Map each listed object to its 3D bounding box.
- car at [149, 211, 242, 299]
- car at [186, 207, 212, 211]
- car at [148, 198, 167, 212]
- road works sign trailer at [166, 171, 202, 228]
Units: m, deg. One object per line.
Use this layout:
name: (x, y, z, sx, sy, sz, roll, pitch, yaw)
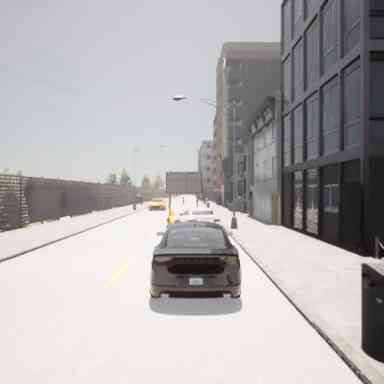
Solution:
car: (0.072, 1.481, 8.539, 1.882, 1.535, 5.008, 0, 0, 0)
car: (0.346, 1.549, 17.892, 1.812, 1.442, 4.674, 0, -1, -8)
car: (-4.127, 1.494, 40.186, 1.882, 1.535, 5.008, 0, 0, 0)
road works sign trailer: (-0.566, 0.473, 21.388, 2.380, 3.560, 2.880, 0, 0, -17)
